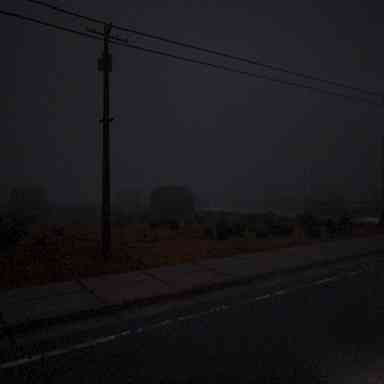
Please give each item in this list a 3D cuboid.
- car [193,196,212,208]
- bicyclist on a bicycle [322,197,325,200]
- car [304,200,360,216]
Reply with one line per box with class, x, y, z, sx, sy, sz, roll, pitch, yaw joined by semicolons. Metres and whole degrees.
car;0.942;1.317;47.103;2.097;1.767;4.553;0;0;-32
bicyclist on a bicycle;15.083;1.423;38.128;1.656;1.620;0.582;0;0;-33
car;12.231;1.443;29.403;1.882;1.535;5.008;0;0;-33
